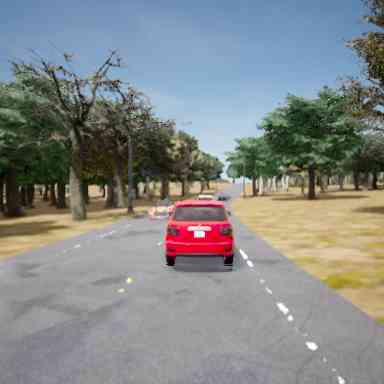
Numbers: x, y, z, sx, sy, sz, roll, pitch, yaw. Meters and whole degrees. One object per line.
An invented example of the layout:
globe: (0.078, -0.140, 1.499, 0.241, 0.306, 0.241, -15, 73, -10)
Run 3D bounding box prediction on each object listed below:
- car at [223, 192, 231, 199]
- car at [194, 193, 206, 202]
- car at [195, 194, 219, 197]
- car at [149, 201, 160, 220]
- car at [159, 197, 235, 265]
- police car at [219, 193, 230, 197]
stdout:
car: (9.385, 0.978, 89.281, 1.801, 1.575, 5.366, 0, 1, 10)
car: (1.836, 1.238, 71.522, 2.097, 1.767, 4.553, 0, 1, 8)
car: (1.564, 1.416, 36.446, 2.150, 2.045, 5.566, 0, 0, 4)
car: (-2.556, 1.567, 30.368, 2.097, 1.767, 4.553, 0, 0, 4)
car: (0.296, 1.327, 12.238, 2.150, 2.045, 5.566, 0, -1, 2)
police car: (6.728, 1.275, 73.499, 1.930, 1.638, 5.238, 0, 1, 9)
